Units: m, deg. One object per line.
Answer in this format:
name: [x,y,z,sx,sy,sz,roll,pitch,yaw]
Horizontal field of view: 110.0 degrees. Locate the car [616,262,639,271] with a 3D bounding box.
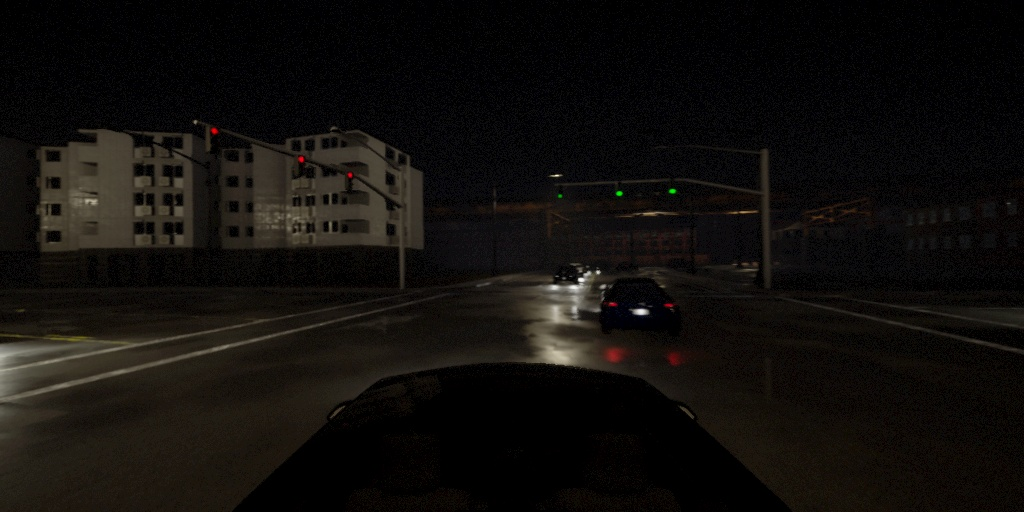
car: [18.354,1.562,56.866,4.181,1.385,1.994,0,-1,-44]

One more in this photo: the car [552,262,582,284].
car: [4.539,1.464,29.704,1.837,1.490,4.892,-1,-1,14]

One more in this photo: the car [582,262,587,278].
car: [6.818,1.532,38.792,1.812,1.442,4.674,-1,-1,14]

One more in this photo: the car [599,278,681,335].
car: [3.596,1.333,10.617,1.994,1.385,4.181,-1,-1,14]

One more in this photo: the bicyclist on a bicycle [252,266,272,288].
bicyclist on a bicycle: [-18.688,1.571,26.794,0.582,1.620,1.656,-1,0,14]

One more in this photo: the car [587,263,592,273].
car: [9.264,1.560,48.361,1.837,1.490,4.892,-1,-1,16]

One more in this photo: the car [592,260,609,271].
car: [13.758,1.420,57.199,2.097,1.767,4.553,-1,-1,37]
